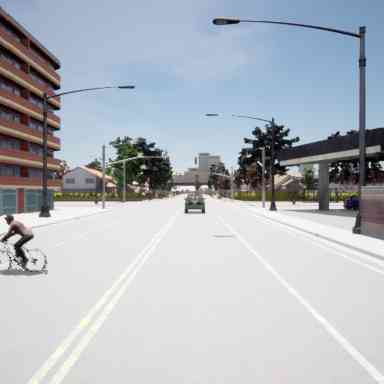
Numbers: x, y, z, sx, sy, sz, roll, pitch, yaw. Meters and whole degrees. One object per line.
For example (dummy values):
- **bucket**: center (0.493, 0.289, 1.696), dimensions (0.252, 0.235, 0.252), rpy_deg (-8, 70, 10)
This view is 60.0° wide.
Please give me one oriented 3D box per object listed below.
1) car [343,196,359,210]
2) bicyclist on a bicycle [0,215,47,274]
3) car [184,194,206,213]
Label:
- **car**: center (20.501, 1.295, 39.459), dimensions (4.611, 1.667, 2.242), rpy_deg (0, 0, 2)
- **bicyclist on a bicycle**: center (-4.822, 1.455, 9.128), dimensions (1.656, 1.620, 0.582), rpy_deg (-2, 0, 0)
- **car**: center (0.311, 1.221, 36.541), dimensions (2.150, 2.045, 5.566), rpy_deg (0, 0, 0)
